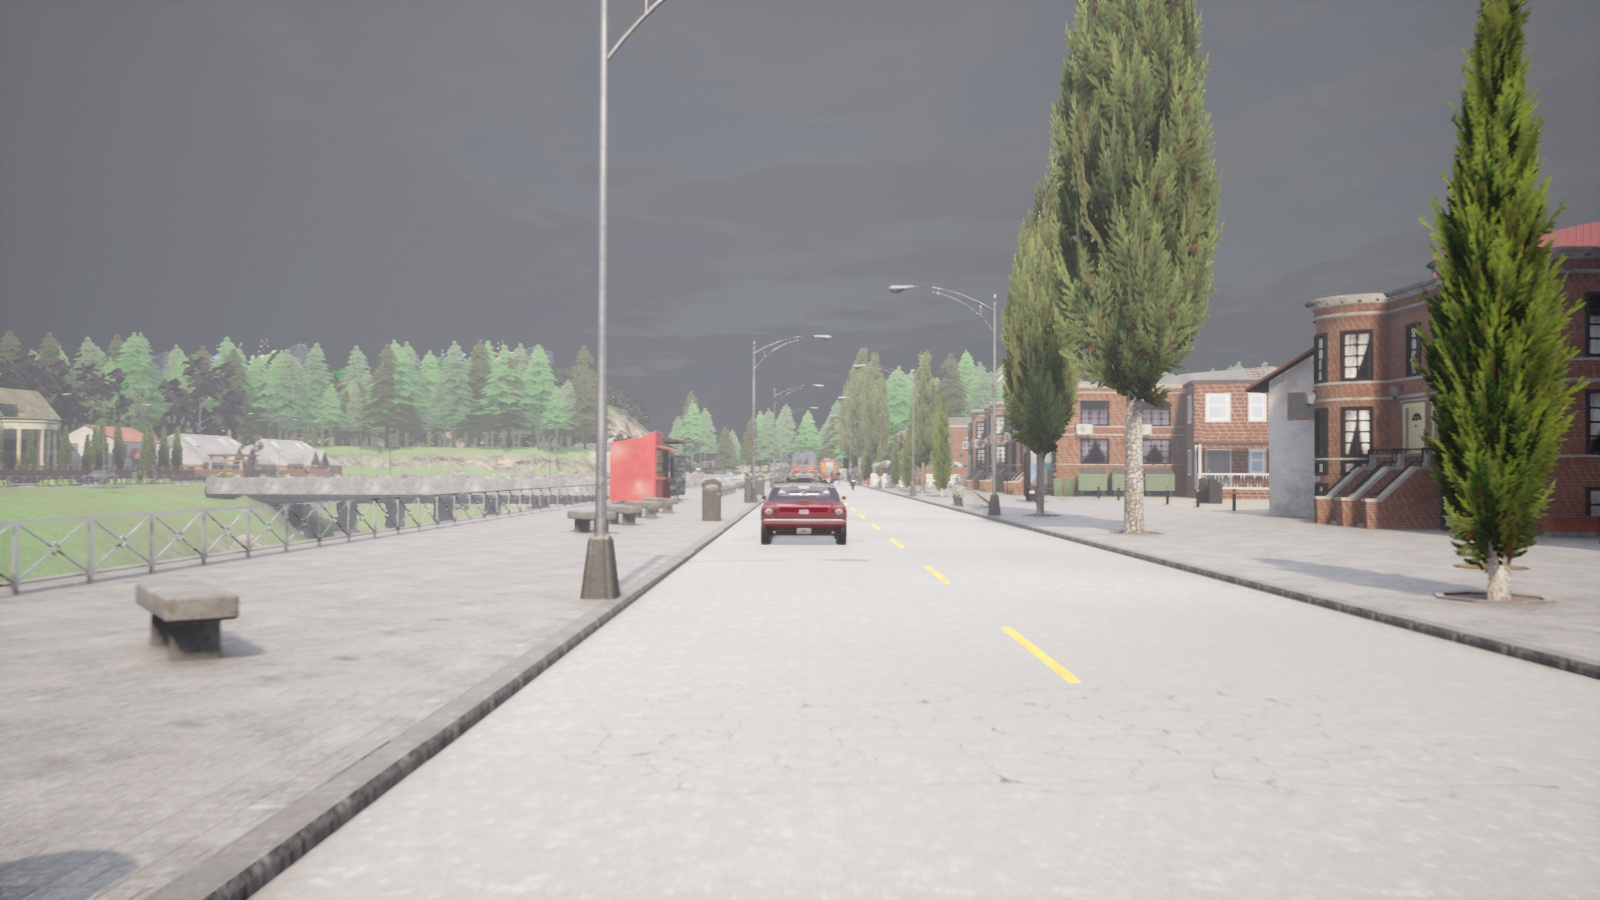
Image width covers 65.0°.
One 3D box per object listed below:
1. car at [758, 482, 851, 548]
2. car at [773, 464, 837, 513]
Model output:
[{"bbox_3d":[0.108,1.384,28.053,1.895,1.301,4.718,0,-1,0],"label":"car"},{"bbox_3d":[0.175,1.350,45.252,2.152,1.651,5.027,0,-1,0],"label":"car"}]
